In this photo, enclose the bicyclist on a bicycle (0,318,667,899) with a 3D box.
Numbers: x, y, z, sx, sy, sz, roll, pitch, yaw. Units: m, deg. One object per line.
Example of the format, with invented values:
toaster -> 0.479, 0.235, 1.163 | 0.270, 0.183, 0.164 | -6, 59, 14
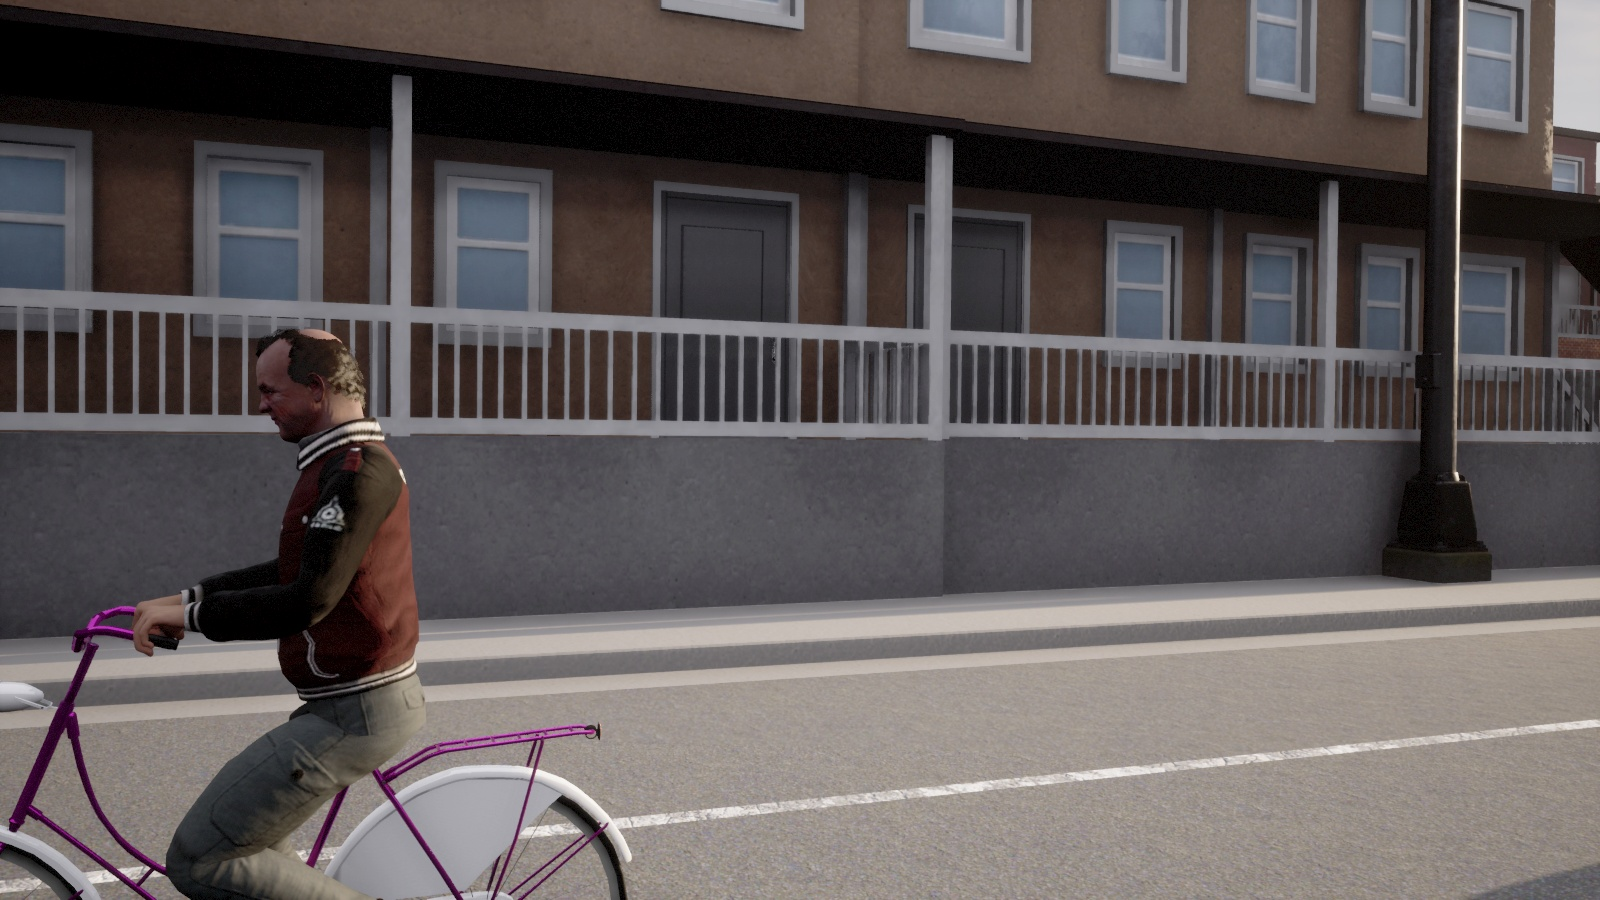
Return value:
bicyclist on a bicycle -> -1.275, 0.638, 2.753 | 1.843, 1.776, 0.659 | -1, 1, -21
